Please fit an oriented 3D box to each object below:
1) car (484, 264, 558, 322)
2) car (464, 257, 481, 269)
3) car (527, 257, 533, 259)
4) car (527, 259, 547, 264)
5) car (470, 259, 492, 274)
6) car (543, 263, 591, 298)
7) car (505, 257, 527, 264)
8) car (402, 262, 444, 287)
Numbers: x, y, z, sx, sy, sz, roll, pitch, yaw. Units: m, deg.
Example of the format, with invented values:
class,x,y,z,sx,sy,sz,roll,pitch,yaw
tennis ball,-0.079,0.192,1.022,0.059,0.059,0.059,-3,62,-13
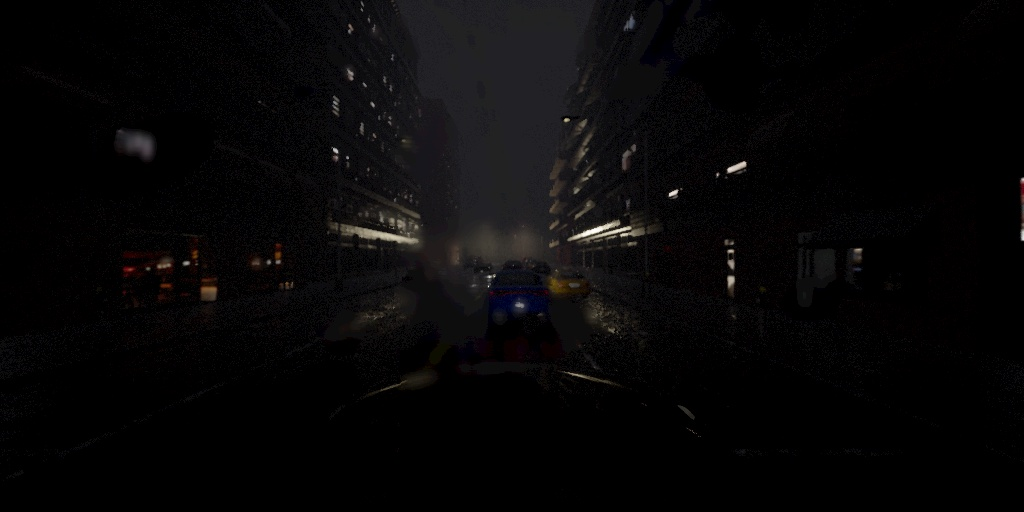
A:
class,x,y,z,sx,sy,sz,roll,pitch,yaw
car,0.162,1.197,12.253,1.882,1.535,5.008,0,0,-2
car,-5.811,1.161,51.167,2.007,1.370,4.403,0,0,0
car,2.836,1.151,45.734,1.751,1.417,4.829,0,0,0
car,2.769,1.221,35.070,1.948,1.339,4.313,0,0,0
car,-3.051,1.245,38.756,1.895,1.301,4.718,0,0,0
car,2.703,1.229,17.895,1.751,1.417,4.829,0,0,0
car,0.105,1.140,32.216,1.882,1.535,5.008,0,0,0
car,-5.704,1.128,23.326,1.967,1.591,4.097,0,0,0
